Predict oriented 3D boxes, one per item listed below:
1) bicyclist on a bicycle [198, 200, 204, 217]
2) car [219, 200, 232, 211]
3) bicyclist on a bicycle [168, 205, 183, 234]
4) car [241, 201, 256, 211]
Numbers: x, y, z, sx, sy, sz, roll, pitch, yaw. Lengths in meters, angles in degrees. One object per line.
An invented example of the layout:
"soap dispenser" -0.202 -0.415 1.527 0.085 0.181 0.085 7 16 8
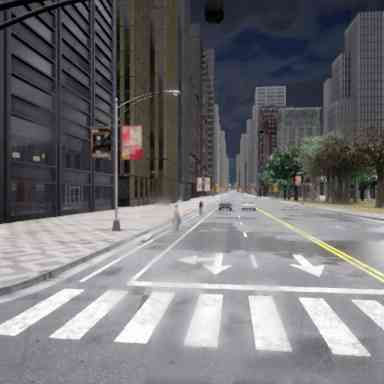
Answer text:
"bicyclist on a bicycle" 0.904 1.686 34.017 0.582 1.620 1.656 0 0 7
"car" 4.852 1.913 48.001 2.033 1.411 5.357 0 -1 7
"bicyclist on a bicycle" -0.893 1.523 18.657 0.866 1.612 1.509 0 -1 7
"car" 8.075 1.967 47.583 1.895 1.301 4.718 0 -1 7
